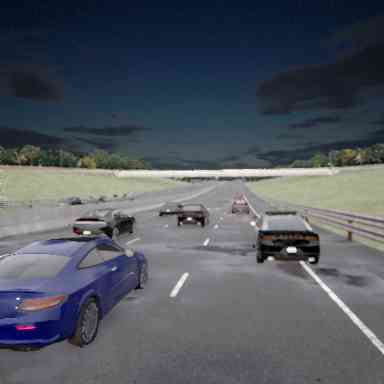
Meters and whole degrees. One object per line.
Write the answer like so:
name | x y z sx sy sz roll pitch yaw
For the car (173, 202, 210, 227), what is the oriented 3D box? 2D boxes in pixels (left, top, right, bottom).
car | 0.183 1.625 24.179 1.882 1.535 5.008 0 0 8

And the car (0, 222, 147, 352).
car | -2.230 1.565 6.342 1.812 1.442 4.674 0 0 8

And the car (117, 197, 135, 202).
car | -10.374 1.602 51.997 2.128 1.511 4.902 0 1 8

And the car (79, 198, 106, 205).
car | -14.289 1.665 49.181 1.837 1.490 4.892 0 0 8

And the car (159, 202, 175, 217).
car | -2.017 1.747 34.028 1.994 1.385 4.181 0 0 8

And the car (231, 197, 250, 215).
car | 5.353 1.646 36.693 2.128 1.511 4.902 0 0 8

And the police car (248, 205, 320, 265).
police car | 3.225 1.486 12.171 1.930 1.638 5.238 0 0 8

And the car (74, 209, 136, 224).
car | -4.305 1.602 17.114 2.128 1.511 4.902 0 0 8

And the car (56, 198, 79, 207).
car | -17.904 1.673 48.571 2.128 1.511 4.902 0 0 8

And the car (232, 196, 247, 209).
car | 6.689 1.435 46.947 2.097 1.767 4.553 0 1 8
